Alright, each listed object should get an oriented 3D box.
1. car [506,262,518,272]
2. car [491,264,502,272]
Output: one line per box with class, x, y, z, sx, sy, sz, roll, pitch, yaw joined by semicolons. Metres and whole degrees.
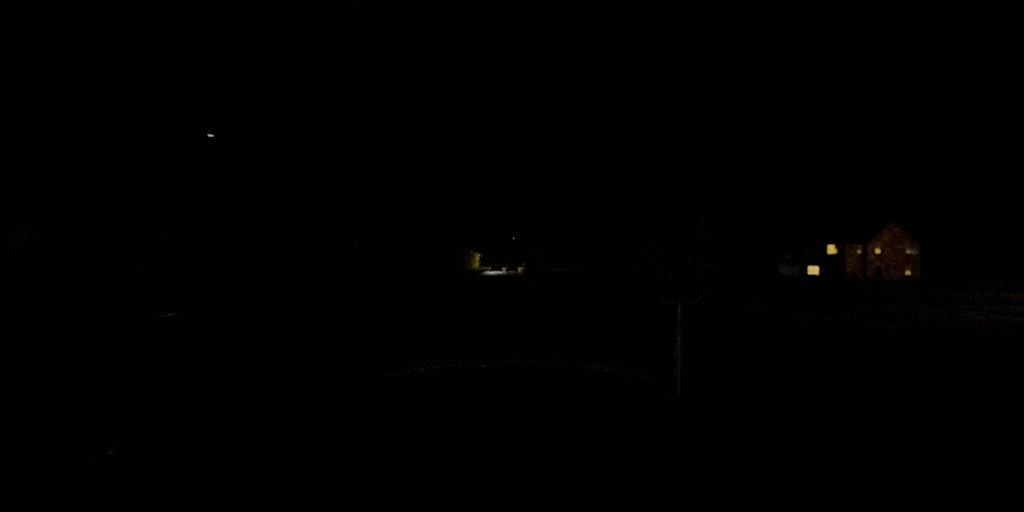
car;-0.022;2.028;60.472;1.994;1.385;4.181;0;-1;0
car;-2.774;2.126;65.100;1.895;1.301;4.718;0;-1;0
